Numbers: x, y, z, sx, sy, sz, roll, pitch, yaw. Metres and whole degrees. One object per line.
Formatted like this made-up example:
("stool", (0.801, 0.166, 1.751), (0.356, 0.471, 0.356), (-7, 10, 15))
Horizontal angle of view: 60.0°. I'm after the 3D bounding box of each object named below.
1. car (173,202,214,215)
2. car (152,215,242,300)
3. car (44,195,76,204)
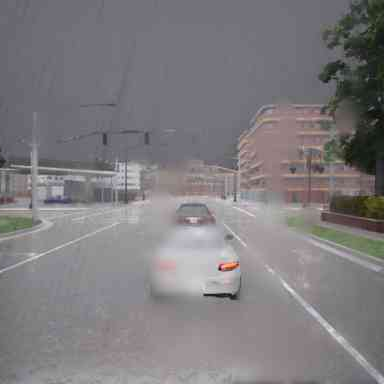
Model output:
("car", (0.074, 1.352, 17.269), (2.097, 1.767, 4.553), (0, 0, 0))
("car", (0.092, 1.526, 8.277), (1.812, 1.442, 4.674), (0, 0, 0))
("car", (-23.402, 1.295, 57.992), (4.611, 1.667, 2.242), (0, 0, 1))
